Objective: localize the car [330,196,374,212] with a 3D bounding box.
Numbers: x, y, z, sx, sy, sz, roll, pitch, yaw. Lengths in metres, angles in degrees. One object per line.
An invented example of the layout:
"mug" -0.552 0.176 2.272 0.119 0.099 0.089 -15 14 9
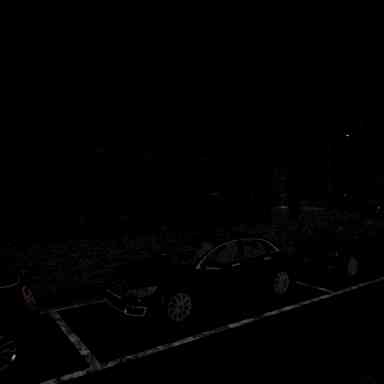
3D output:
"car" 15.992 1.171 33.015 2.128 1.511 4.902 0 1 -36

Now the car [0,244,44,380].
"car" -4.029 1.440 3.776 4.097 1.590 1.967 0 0 -36

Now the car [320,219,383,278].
"car" 4.852 1.545 10.120 4.507 1.381 1.887 0 0 -36

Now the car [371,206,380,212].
"car" 9.293 1.441 13.292 4.097 1.590 1.967 0 0 -36

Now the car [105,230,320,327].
"car" 0.412 1.551 6.948 4.403 1.369 2.008 0 0 -36

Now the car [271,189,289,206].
"car" 9.891 0.698 41.527 2.150 2.045 5.566 0 1 -35
